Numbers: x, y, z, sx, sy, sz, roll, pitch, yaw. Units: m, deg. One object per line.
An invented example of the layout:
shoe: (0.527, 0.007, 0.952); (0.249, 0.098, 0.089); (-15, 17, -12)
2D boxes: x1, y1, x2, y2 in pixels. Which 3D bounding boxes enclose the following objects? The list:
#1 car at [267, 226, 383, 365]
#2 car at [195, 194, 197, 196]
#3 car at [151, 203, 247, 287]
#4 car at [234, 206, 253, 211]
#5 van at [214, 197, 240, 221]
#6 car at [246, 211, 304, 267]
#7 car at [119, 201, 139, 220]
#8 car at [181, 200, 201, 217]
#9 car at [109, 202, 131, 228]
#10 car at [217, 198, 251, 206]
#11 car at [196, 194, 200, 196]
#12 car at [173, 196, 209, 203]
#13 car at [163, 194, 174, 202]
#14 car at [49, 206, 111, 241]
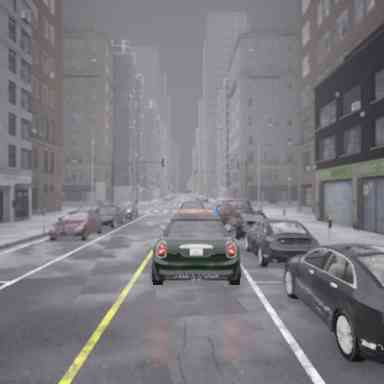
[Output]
car: (2.858, 1.559, 5.733); (2.008, 1.369, 4.403); (0, 0, 0)
car: (2.330, 1.726, 83.024); (1.802, 1.307, 4.206); (0, 0, -1)
car: (0.100, 1.364, 9.547); (2.097, 1.767, 4.553); (0, 0, 0)
car: (2.859, 1.588, 16.780); (1.947, 1.339, 4.313); (0, 0, 0)
van: (2.860, 1.377, 27.828); (1.690, 1.788, 3.998); (0, 0, 0)
car: (2.859, 1.566, 11.256); (2.008, 1.369, 4.403); (0, 0, 0)
car: (-5.666, 1.475, 27.823); (1.967, 1.590, 4.097); (0, 0, 0)
car: (-0.001, 1.567, 32.416); (1.812, 1.442, 4.674); (0, 0, 2)
car: (-5.667, 1.593, 22.298); (1.947, 1.339, 4.313); (0, 0, 0)
car: (2.860, 1.344, 22.304); (2.192, 1.841, 5.009); (0, 0, 0)
car: (2.577, 1.558, 71.717); (1.967, 1.590, 4.097); (0, 0, -1)
car: (0.094, 1.380, 22.180); (2.097, 1.767, 4.553); (0, 0, 2)
car: (-6.193, 1.582, 82.847); (1.967, 1.590, 4.097); (0, 0, -1)
car: (-5.667, 1.602, 16.773); (1.802, 1.307, 4.206); (0, 0, 0)
